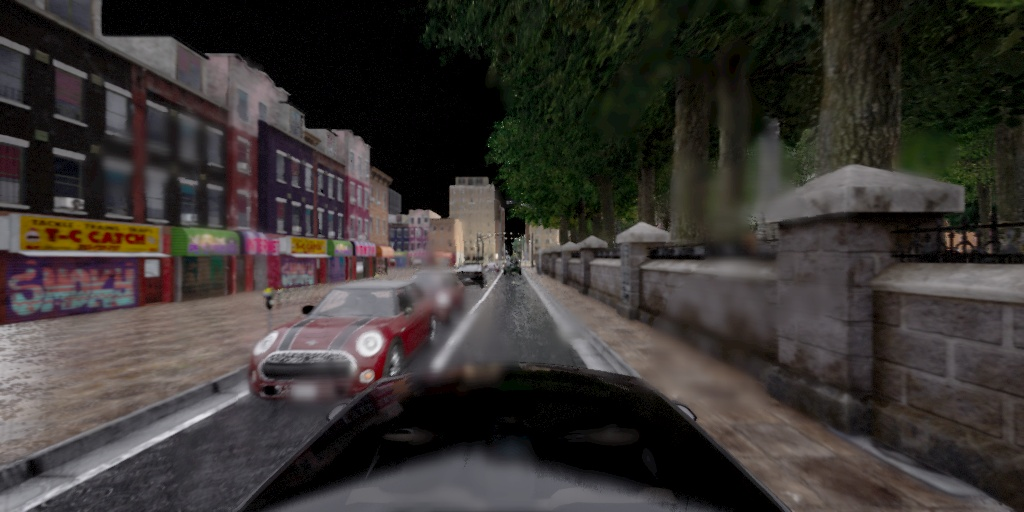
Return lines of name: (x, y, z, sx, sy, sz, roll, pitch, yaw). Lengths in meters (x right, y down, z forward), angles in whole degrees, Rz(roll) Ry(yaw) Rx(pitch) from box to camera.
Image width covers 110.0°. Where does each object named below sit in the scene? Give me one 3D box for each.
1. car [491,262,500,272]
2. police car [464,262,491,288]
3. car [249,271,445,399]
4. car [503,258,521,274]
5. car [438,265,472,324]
car: (-2.628, 1.504, 48.464, 1.802, 1.307, 4.207, 0, 0, 0)
police car: (-2.746, 1.261, 24.877, 1.930, 1.638, 5.238, 0, 0, 0)
car: (-2.647, 1.208, 6.573, 1.967, 1.591, 4.097, 0, 0, 0)
car: (0.059, 1.257, 43.561, 2.097, 1.767, 4.553, 0, 0, 0)
car: (-2.645, 1.227, 11.844, 1.967, 1.591, 4.097, 0, 0, 0)
